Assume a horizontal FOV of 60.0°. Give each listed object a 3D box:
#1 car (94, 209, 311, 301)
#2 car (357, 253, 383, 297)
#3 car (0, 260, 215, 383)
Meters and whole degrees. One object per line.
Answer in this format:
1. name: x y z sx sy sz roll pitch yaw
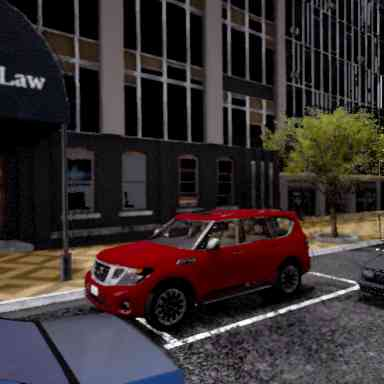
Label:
1. car: 0.425 1.328 7.010 5.009 1.841 2.192 0 -1 -36
2. car: 6.023 1.574 7.676 5.357 1.411 2.033 0 0 -35
3. car: -2.480 1.545 1.609 5.357 1.411 2.033 0 0 -35
